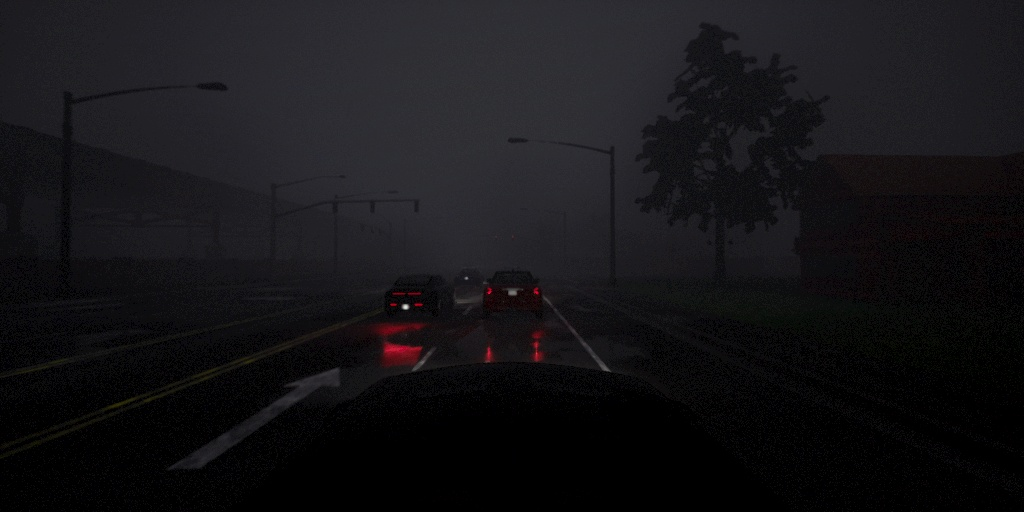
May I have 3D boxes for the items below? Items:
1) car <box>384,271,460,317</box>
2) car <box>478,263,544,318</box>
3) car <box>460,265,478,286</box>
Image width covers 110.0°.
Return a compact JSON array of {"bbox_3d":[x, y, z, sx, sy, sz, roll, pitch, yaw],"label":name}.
[{"bbox_3d":[-3.455,1.429,14.147,1.837,1.490,4.892,0,0,1],"label":"car"},{"bbox_3d":[0.045,1.273,14.024,2.097,1.767,4.553,0,-1,1],"label":"car"},{"bbox_3d":[-3.454,1.699,29.302,1.994,1.385,4.181,0,-1,1],"label":"car"}]
